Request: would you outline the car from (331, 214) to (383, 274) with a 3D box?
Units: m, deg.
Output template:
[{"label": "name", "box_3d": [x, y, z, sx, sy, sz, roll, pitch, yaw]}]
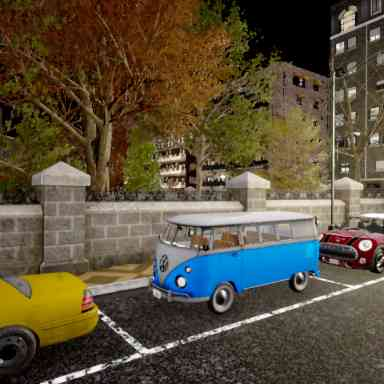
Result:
[{"label": "car", "box_3d": [5.643, 1.442, 10.563, 4.097, 1.590, 1.967, 0, 1, -35]}]

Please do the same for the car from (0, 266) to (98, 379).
[{"label": "car", "box_3d": [-3.641, 1.525, 3.952, 4.829, 1.417, 1.752, 0, 1, -35]}]

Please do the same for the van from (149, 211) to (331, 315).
[{"label": "van", "box_3d": [1.072, 1.342, 7.305, 3.998, 1.788, 1.690, 0, 1, -35]}]
